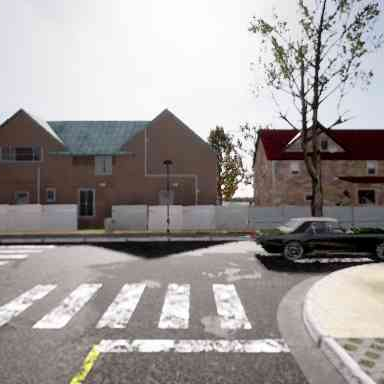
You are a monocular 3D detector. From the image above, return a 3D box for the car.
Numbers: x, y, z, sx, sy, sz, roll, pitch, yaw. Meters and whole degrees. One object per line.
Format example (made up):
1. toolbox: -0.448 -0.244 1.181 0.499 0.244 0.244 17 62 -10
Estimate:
1. car: 4.499 1.529 11.184 4.718 1.301 1.895 -1 -1 0
